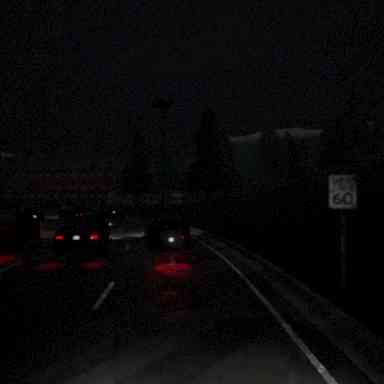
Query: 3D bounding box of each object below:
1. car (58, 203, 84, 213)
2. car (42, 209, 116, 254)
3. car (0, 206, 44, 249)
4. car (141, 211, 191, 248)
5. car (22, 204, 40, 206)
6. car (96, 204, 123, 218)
[{"bbox_3d":[-11.613,1.847,31.976,1.837,1.490,4.892,0,0,-32],"label":"car"},{"bbox_3d":[-4.543,1.700,14.273,2.033,1.411,5.357,0,-1,-10],"label":"car"},{"bbox_3d":[-8.429,1.643,15.363,1.882,1.535,5.008,0,0,-13],"label":"car"},{"bbox_3d":[-1.283,1.673,15.805,1.837,1.490,4.892,0,0,-11],"label":"car"},{"bbox_3d":[-14.671,1.830,30.154,1.837,1.490,4.892,0,0,-33],"label":"car"},{"bbox_3d":[-8.586,1.920,33.735,1.994,1.385,4.181,0,-1,-32],"label":"car"}]
